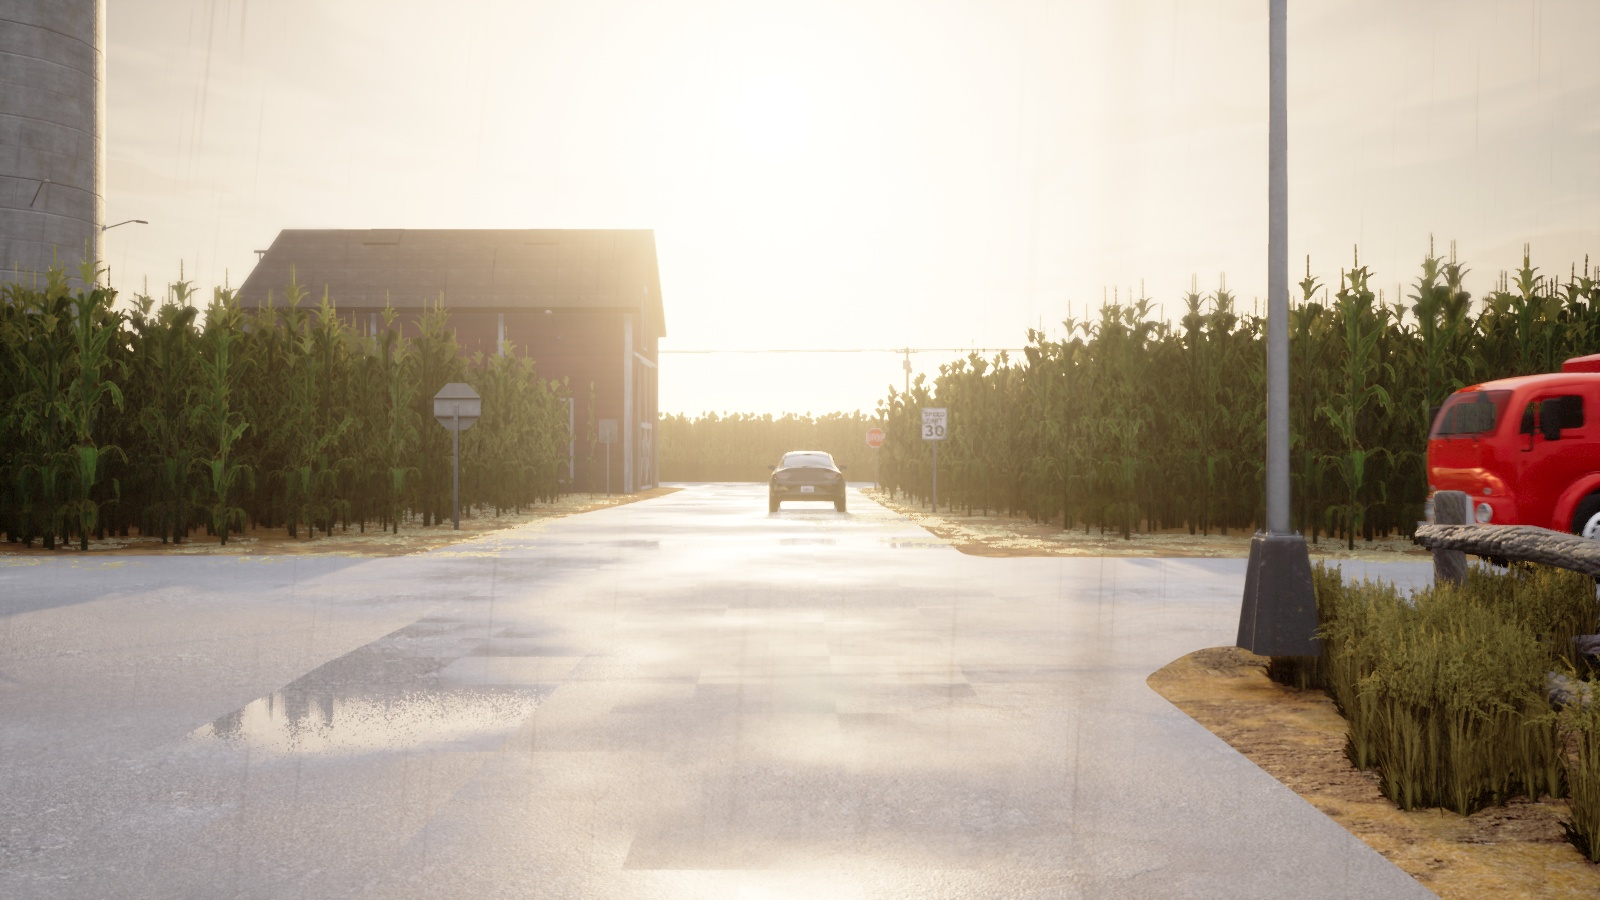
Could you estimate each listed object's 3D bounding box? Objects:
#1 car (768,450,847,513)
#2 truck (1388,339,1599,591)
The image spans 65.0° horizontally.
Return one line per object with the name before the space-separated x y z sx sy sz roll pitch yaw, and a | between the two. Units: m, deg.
car | 0.181 0.766 31.255 1.812 1.442 4.674 0 -1 0
truck | 9.593 0.164 13.610 5.204 2.467 2.627 0 0 1
